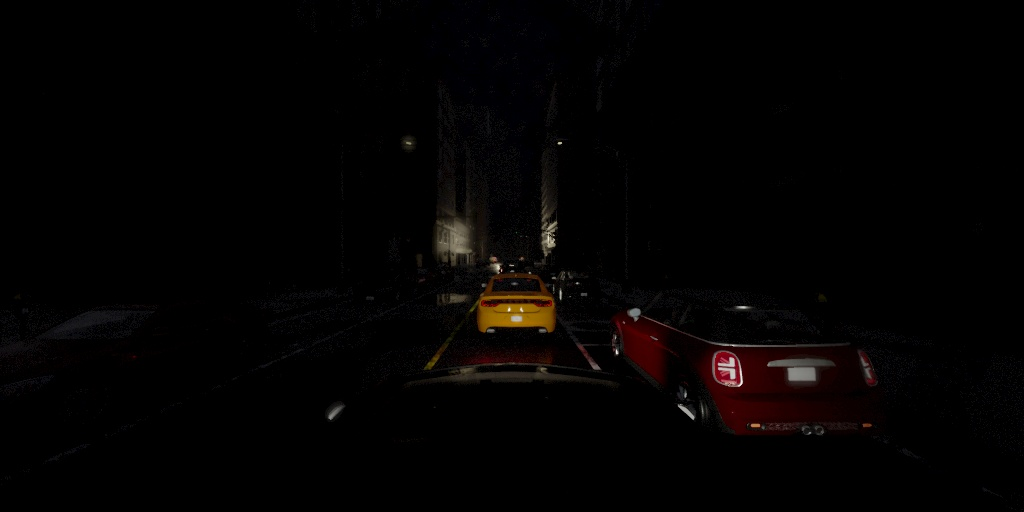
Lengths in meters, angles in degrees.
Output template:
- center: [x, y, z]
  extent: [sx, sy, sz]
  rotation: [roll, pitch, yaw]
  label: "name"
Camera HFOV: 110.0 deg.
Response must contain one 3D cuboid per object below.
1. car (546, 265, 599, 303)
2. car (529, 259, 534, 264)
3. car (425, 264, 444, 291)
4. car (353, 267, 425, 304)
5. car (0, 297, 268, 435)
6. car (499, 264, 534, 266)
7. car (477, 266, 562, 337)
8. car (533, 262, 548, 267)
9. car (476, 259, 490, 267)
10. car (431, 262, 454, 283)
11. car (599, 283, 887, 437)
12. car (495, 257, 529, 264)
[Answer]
- center: [2.876, 1.301, 16.472]
  extent: [2.007, 1.370, 4.403]
  rotation: [0, 0, 0]
  label: "car"
- center: [2.976, 1.232, 64.563]
  extent: [1.967, 1.591, 4.097]
  rotation: [0, 0, 0]
  label: "car"
- center: [-5.642, 1.333, 21.985]
  extent: [1.802, 1.307, 4.207]
  rotation: [0, 0, 0]
  label: "car"
- center: [-5.649, 1.316, 16.484]
  extent: [1.948, 1.339, 4.313]
  rotation: [0, 0, 0]
  label: "car"
- center: [-5.664, 1.332, 5.481]
  extent: [1.802, 1.307, 4.207]
  rotation: [0, 0, 0]
  label: "car"
- center: [0.124, 1.315, 19.344]
  extent: [1.994, 1.385, 4.181]
  rotation: [0, 0, 0]
  label: "car"
- center: [0.109, 1.228, 10.356]
  extent: [1.882, 1.535, 5.008]
  rotation: [0, 0, 0]
  label: "car"
- center: [2.891, 1.318, 27.474]
  extent: [1.948, 1.339, 4.313]
  rotation: [0, 0, 0]
  label: "car"
- center: [-5.549, 1.374, 64.588]
  extent: [1.802, 1.307, 4.207]
  rotation: [0, 0, 0]
  label: "car"
- center: [-5.634, 1.192, 27.486]
  extent: [1.967, 1.591, 4.097]
  rotation: [0, 0, 0]
  label: "car"
- center: [2.861, 1.190, 5.469]
  extent: [1.967, 1.591, 4.097]
  rotation: [0, 0, 0]
  label: "car"
- center: [0.065, 1.105, 28.076]
  extent: [2.097, 1.767, 4.553]
  rotation: [0, 0, 1]
  label: "car"
